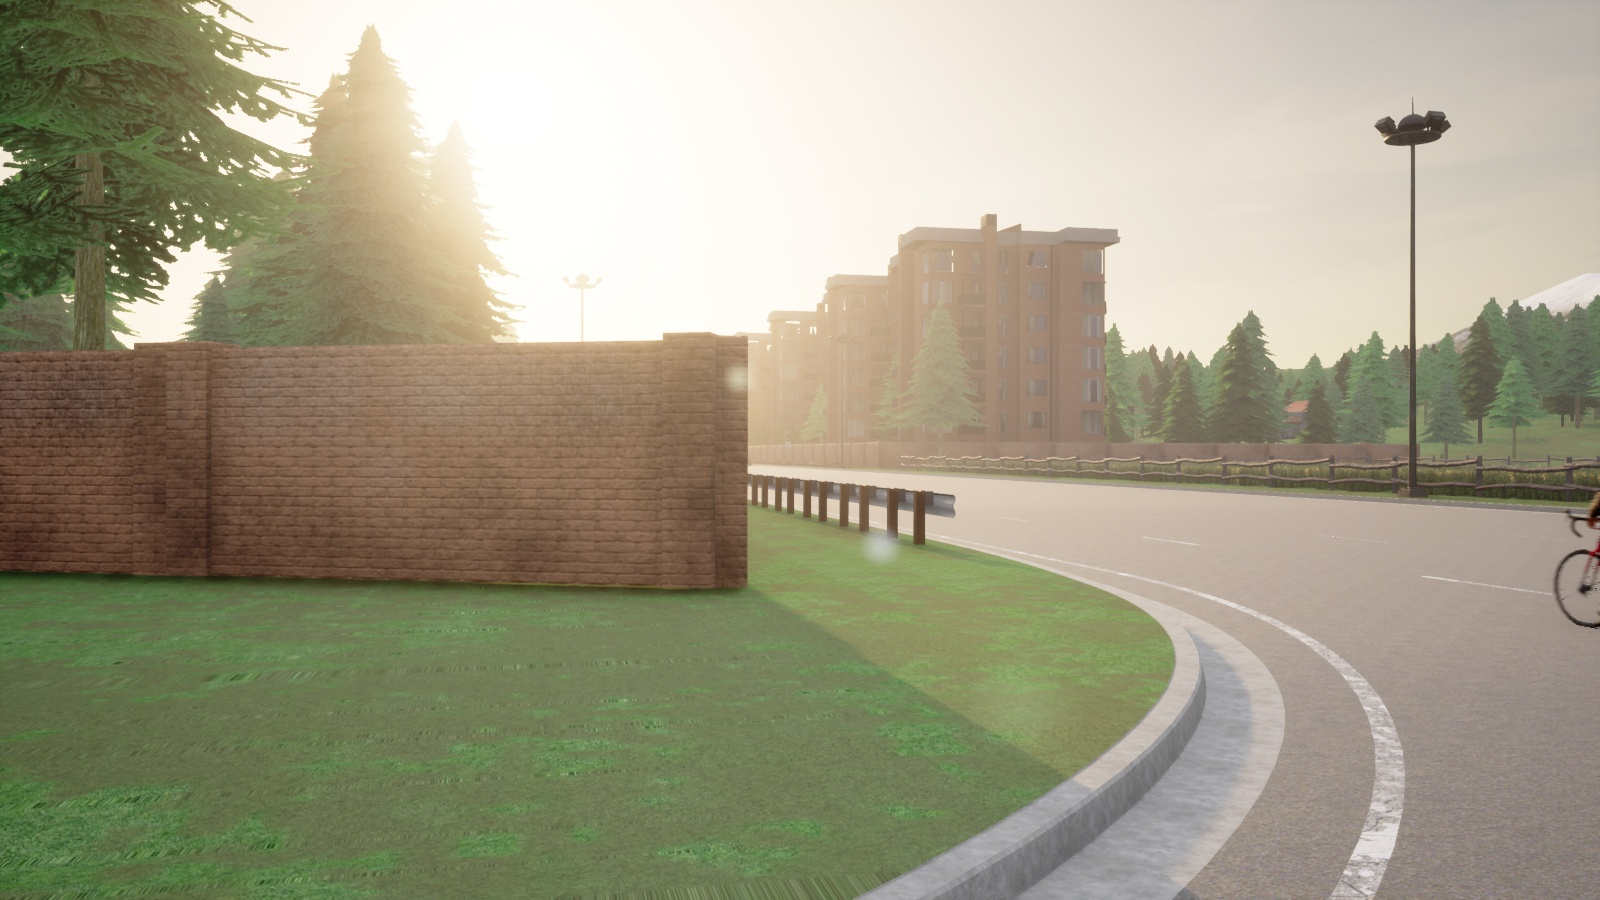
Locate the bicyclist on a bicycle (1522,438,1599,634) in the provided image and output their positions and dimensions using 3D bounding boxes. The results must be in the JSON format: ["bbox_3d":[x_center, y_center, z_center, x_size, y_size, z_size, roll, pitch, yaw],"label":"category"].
[{"bbox_3d":[6.879,0.709,10.413,0.582,1.620,1.656,0,0,-12],"label":"bicyclist on a bicycle"}]
